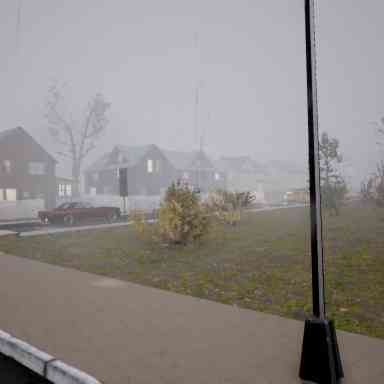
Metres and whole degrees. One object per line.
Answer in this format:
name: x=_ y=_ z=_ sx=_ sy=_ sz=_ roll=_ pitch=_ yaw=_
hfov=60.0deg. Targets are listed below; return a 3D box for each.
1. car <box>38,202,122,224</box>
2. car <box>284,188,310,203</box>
car: x=-6.726 y=1.253 z=20.442 sx=1.895 sy=1.301 sz=4.718 roll=-2 pitch=-1 yaw=43
car: x=13.946 y=0.594 z=42.269 sx=1.882 sy=1.535 sz=5.008 roll=-2 pitch=-1 yaw=44
